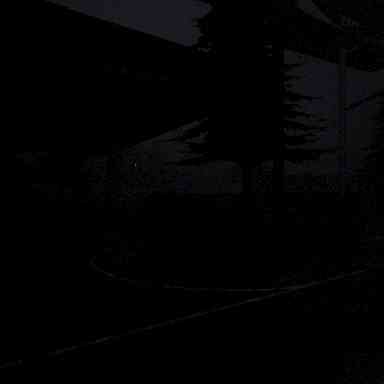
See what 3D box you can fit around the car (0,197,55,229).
[{"bbox_3d":[-11.876,1.313,23.538,3.866,1.878,1.905,0,0,-36],"label":"car"}]
